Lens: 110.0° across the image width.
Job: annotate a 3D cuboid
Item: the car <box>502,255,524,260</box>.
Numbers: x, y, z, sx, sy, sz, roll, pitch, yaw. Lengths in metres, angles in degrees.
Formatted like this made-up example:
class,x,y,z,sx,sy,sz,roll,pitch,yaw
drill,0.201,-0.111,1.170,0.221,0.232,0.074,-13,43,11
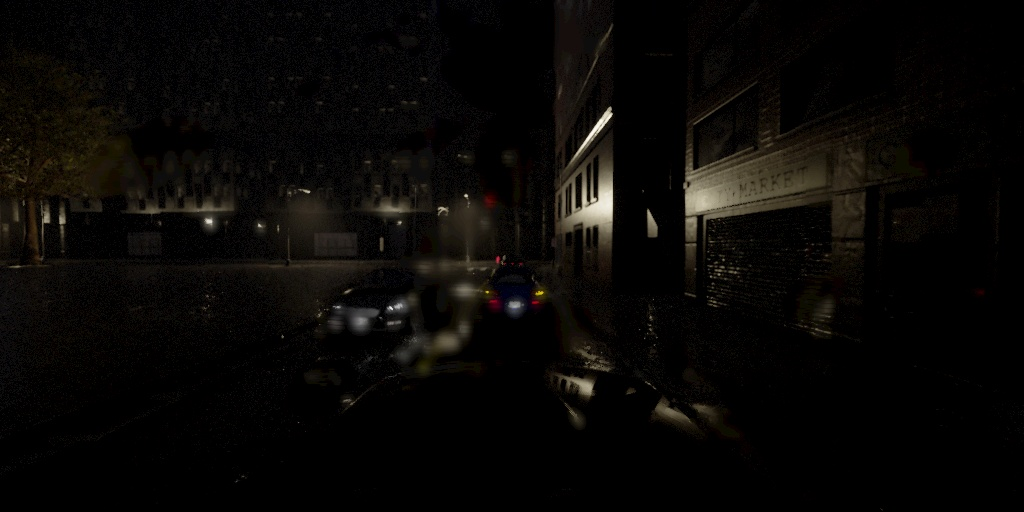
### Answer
class,x,y,z,sx,sy,sz,roll,pitch,yaw
car,0.091,0.648,24.771,2.128,1.511,4.902,0,1,1

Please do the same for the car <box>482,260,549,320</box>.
class,x,y,z,sx,sy,sz,roll,pitch,yaw
car,0.100,1.028,11.327,1.812,1.442,4.674,0,1,0

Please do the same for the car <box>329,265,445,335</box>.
class,x,y,z,sx,sy,sz,roll,pitch,yaw
car,-3.097,1.033,9.787,2.128,1.511,4.902,0,1,0
